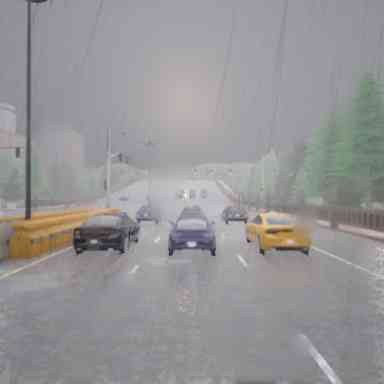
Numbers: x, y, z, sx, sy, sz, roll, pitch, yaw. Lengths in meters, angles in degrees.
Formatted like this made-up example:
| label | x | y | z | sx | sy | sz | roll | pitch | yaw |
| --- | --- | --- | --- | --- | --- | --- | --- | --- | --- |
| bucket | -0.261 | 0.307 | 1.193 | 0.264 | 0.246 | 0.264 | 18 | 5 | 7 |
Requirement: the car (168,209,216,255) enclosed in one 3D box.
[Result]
| label | x | y | z | sx | sy | sz | roll | pitch | yaw |
| --- | --- | --- | --- | --- | --- | --- | --- | --- | --- |
| car | 0.016 | 1.679 | 13.979 | 1.812 | 1.442 | 4.674 | 0 | 0 | 0 |

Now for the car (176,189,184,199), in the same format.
| label | x | y | z | sx | sy | sz | roll | pitch | yaw |
| --- | --- | --- | --- | --- | --- | --- | --- | --- | --- |
| car | -3.451 | 0.953 | 91.710 | 1.837 | 1.490 | 4.892 | 0 | 6 | 0 |

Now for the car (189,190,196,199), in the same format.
| label | x | y | z | sx | sy | sz | roll | pitch | yaw |
| --- | --- | --- | --- | --- | --- | --- | --- | --- | --- |
| car | 0.047 | 1.030 | 91.280 | 2.033 | 1.411 | 5.357 | 0 | 6 | 0 |

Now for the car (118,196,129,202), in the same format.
| label | x | y | z | sx | sy | sz | roll | pitch | yaw |
| --- | --- | --- | --- | --- | --- | --- | --- | --- | --- |
| car | -17.486 | 1.666 | 84.837 | 1.895 | 1.301 | 4.718 | 0 | 4 | 0 |

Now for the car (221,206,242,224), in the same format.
| label | x | y | z | sx | sy | sz | roll | pitch | yaw |
| --- | --- | --- | --- | --- | --- | --- | --- | --- | --- |
| car | 3.497 | 1.850 | 27.603 | 2.033 | 1.411 | 5.357 | 0 | -1 | 0 |

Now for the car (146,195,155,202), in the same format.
| label | x | y | z | sx | sy | sz | roll | pitch | yaw |
| --- | --- | --- | --- | --- | --- | --- | --- | --- | --- |
| car | -10.486 | 1.609 | 84.828 | 2.033 | 1.411 | 5.357 | 0 | 4 | 0 |

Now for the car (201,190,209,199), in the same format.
| label | x | y | z | sx | sy | sz | roll | pitch | yaw |
| --- | --- | --- | --- | --- | --- | --- | --- | --- | --- |
| car | 3.549 | 1.044 | 91.714 | 1.895 | 1.301 | 4.718 | 0 | 6 | 0 |

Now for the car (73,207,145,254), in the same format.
| label | x | y | z | sx | sy | sz | roll | pitch | yaw |
| --- | --- | --- | --- | --- | --- | --- | --- | --- | --- |
| car | -3.480 | 1.635 | 14.324 | 1.882 | 1.535 | 5.008 | 0 | 0 | 0 |

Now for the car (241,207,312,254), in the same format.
| label | x | y | z | sx | sy | sz | roll | pitch | yaw |
| --- | --- | --- | --- | --- | --- | --- | --- | --- | --- |
| car | 3.520 | 1.635 | 14.328 | 1.882 | 1.535 | 5.008 | 0 | 0 | 0 |

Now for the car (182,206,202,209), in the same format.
| label | x | y | z | sx | sy | sz | roll | pitch | yaw |
| --- | --- | --- | --- | --- | --- | --- | --- | --- | --- |
| car | 0.005 | 1.877 | 28.520 | 1.994 | 1.385 | 4.181 | 0 | -1 | 1 |

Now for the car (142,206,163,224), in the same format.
| label | x | y | z | sx | sy | sz | roll | pitch | yaw |
| --- | --- | --- | --- | --- | --- | --- | --- | --- | --- |
| car | -3.503 | 1.850 | 27.610 | 2.033 | 1.411 | 5.357 | 0 | -1 | 0 |
